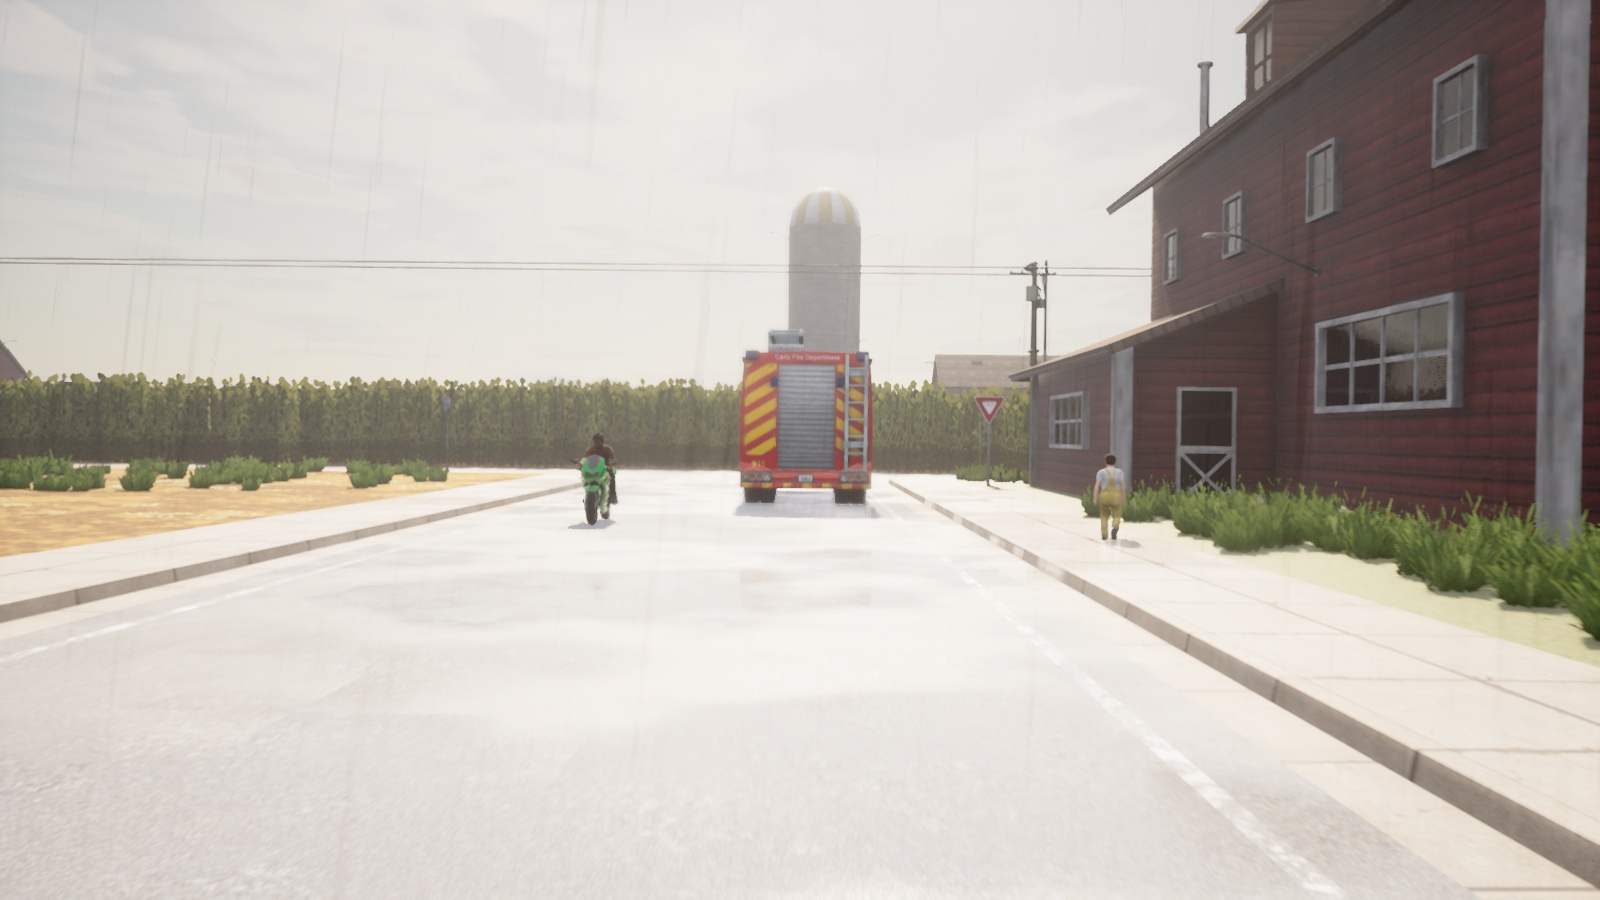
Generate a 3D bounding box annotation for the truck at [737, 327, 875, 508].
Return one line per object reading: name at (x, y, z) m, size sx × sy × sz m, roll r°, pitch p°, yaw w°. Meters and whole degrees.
truck at (0.143, -0.746, 31.067) m, size 2.891 × 3.827 × 8.468 m, roll 1°, pitch 1°, yaw 0°

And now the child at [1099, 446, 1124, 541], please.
child at (4.219, 0.578, 16.993) m, size 0.270 × 1.263 × 0.437 m, roll 1°, pitch 1°, yaw 9°

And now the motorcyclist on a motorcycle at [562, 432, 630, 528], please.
motorcyclist on a motorcycle at (-3.404, 0.469, 21.138) m, size 0.797 × 1.523 × 2.044 m, roll 1°, pitch 1°, yaw 0°
